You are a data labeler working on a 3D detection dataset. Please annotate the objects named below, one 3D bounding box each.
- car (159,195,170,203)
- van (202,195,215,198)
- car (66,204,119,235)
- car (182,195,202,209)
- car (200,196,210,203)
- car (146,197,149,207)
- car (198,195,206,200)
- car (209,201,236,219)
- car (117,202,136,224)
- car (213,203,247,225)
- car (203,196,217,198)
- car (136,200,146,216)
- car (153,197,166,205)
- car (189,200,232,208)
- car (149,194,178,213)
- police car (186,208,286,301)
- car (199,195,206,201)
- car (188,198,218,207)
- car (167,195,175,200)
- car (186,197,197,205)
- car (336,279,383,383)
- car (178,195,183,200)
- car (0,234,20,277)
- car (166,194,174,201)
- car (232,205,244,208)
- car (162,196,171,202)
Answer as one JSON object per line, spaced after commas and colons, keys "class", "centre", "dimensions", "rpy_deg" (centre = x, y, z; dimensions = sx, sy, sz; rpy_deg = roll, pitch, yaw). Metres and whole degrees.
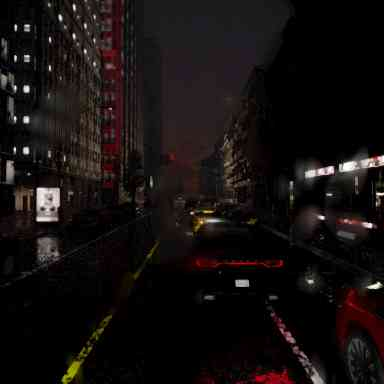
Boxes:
{"class": "car", "centre": [-5.697, 1.406, 69.758], "dimensions": [1.967, 1.590, 4.097], "rpy_deg": [1, 0, 0]}
{"class": "van", "centre": [2.690, 1.326, 47.099], "dimensions": [1.690, 1.788, 3.998], "rpy_deg": [1, 0, 0]}
{"class": "car", "centre": [-5.687, 1.582, 18.846], "dimensions": [1.802, 1.307, 4.206], "rpy_deg": [1, 0, 0]}
{"class": "car", "centre": [-0.006, 1.463, 45.875], "dimensions": [1.882, 1.535, 5.008], "rpy_deg": [0, 0, 0]}
{"class": "car", "centre": [2.681, 1.547, 69.725], "dimensions": [1.802, 1.307, 4.206], "rpy_deg": [1, 0, 0]}
{"class": "car", "centre": [-5.692, 1.425, 47.132], "dimensions": [1.967, 1.590, 4.097], "rpy_deg": [1, 0, 0]}
{"class": "car", "centre": [2.676, 1.488, 92.352], "dimensions": [2.008, 1.369, 4.403], "rpy_deg": [1, 0, 0]}
{"class": "car", "centre": [2.692, 1.546, 30.128], "dimensions": [2.008, 1.369, 4.403], "rpy_deg": [1, 0, 0]}
{"class": "car", "centre": [-5.687, 1.543, 24.503], "dimensions": [1.887, 1.381, 4.507], "rpy_deg": [1, 0, 0]}
{"class": "car", "centre": [2.693, 1.564, 24.471], "dimensions": [1.947, 1.339, 4.313], "rpy_deg": [1, 0, 0]}
{"class": "car", "centre": [2.688, 1.554, 41.442], "dimensions": [1.947, 1.339, 4.313], "rpy_deg": [1, 0, 0]}
{"class": "car", "centre": [-5.689, 1.561, 30.160], "dimensions": [1.947, 1.339, 4.313], "rpy_deg": [1, 0, 0]}
{"class": "car", "centre": [-5.696, 1.558, 58.445], "dimensions": [1.802, 1.307, 4.206], "rpy_deg": [1, 0, 0]}
{"class": "car", "centre": [0.894, 1.455, 18.602], "dimensions": [1.801, 1.575, 5.366], "rpy_deg": [0, 0, 0]}
{"class": "car", "centre": [-3.112, 1.212, 37.120], "dimensions": [2.150, 2.045, 5.566], "rpy_deg": [0, 0, 0]}
{"class": "police car", "centre": [0.897, 1.426, 8.521], "dimensions": [1.930, 1.638, 5.238], "rpy_deg": [0, 0, 0]}
{"class": "car", "centre": [2.677, 1.527, 86.695], "dimensions": [1.802, 1.307, 4.206], "rpy_deg": [1, 0, 0]}
{"class": "car", "centre": [0.809, 1.454, 24.600], "dimensions": [1.801, 1.575, 5.366], "rpy_deg": [0, 0, 0]}
{"class": "car", "centre": [-5.704, 1.503, 92.385], "dimensions": [1.947, 1.339, 4.313], "rpy_deg": [1, 0, 0]}
{"class": "car", "centre": [-0.017, 1.576, 60.036], "dimensions": [1.895, 1.301, 4.718], "rpy_deg": [0, 0, 0]}
{"class": "car", "centre": [2.702, 1.316, 1.845], "dimensions": [2.192, 1.841, 5.009], "rpy_deg": [1, 0, 0]}
{"class": "car", "centre": [-3.024, 1.471, 85.827], "dimensions": [1.812, 1.442, 4.674], "rpy_deg": [0, 0, 0]}
{"class": "car", "centre": [-5.683, 1.546, 7.533], "dimensions": [1.887, 1.381, 4.507], "rpy_deg": [1, 0, 0]}
{"class": "car", "centre": [-5.701, 1.385, 86.729], "dimensions": [1.967, 1.590, 4.097], "rpy_deg": [1, 0, 0]}
{"class": "car", "centre": [2.695, 1.525, 18.985], "dimensions": [1.752, 1.417, 4.829], "rpy_deg": [1, 0, 0]}
{"class": "car", "centre": [-5.701, 1.541, 75.414], "dimensions": [1.802, 1.307, 4.206], "rpy_deg": [1, 0, 0]}
